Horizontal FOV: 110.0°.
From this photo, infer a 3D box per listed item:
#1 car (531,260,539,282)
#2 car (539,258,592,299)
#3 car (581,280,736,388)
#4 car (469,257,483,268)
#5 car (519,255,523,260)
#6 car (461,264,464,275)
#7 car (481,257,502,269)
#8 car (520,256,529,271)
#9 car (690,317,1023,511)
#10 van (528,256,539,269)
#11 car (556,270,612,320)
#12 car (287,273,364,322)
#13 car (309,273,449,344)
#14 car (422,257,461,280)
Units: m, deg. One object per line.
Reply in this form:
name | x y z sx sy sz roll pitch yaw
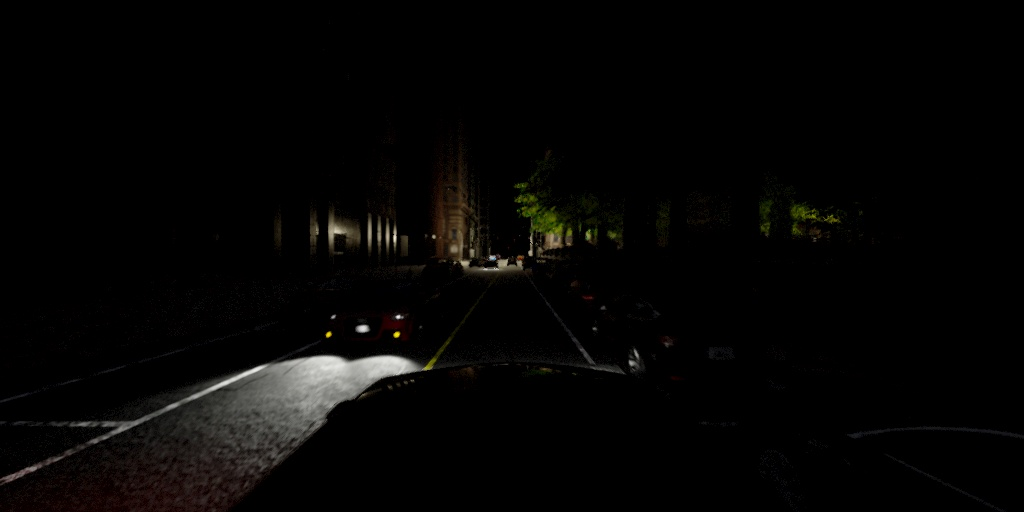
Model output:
car | 2.770 1.273 28.913 1.888 1.381 4.507 0 0 0
car | 2.765 1.066 17.861 2.192 1.841 5.009 0 0 0
car | 2.759 1.322 6.809 1.948 1.339 4.313 0 0 0
car | -5.745 1.162 56.528 2.007 1.370 4.403 0 0 0
car | 2.783 0.905 62.060 2.192 1.841 5.009 0 0 0
car | -5.753 1.143 34.430 1.967 1.591 4.097 0 0 0
car | -3.039 1.190 53.758 1.994 1.385 4.181 0 0 1
car | 2.369 1.163 46.755 1.837 1.490 4.892 0 0 0
car | 2.759 1.301 1.283 2.007 1.370 4.403 0 0 0
van | 2.772 1.049 34.437 1.690 1.789 3.998 0 0 0
car | 2.763 1.338 12.335 1.802 1.307 4.207 0 0 0
car | -5.762 1.296 12.328 1.888 1.381 4.507 0 0 0
car | -3.091 1.317 9.416 1.994 1.385 4.181 0 0 0
car | -5.755 1.037 28.906 2.192 1.841 5.009 0 0 0
